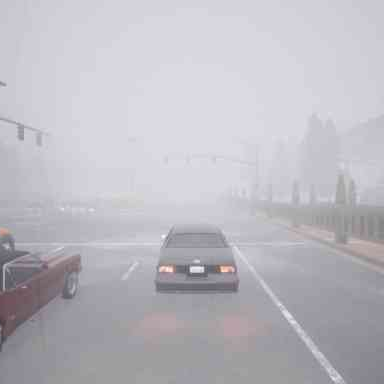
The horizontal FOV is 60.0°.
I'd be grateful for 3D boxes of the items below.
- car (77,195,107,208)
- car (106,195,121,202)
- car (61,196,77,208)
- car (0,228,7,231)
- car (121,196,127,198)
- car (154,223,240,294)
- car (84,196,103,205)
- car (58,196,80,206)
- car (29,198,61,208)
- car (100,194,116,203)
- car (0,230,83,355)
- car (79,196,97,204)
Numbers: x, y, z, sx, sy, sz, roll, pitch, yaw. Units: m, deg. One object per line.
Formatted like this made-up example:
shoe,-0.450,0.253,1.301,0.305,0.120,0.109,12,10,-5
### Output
car,-14.136,1.547,47.286,2.033,1.411,5.357,0,0,0
car,-14.121,1.601,57.358,1.895,1.301,4.718,0,0,0
car,-17.619,1.526,49.410,1.812,1.442,4.674,0,0,0
car,-6.907,1.352,9.161,2.097,1.767,4.553,0,0,0
car,-14.056,1.491,67.802,2.128,1.511,4.902,0,0,0
car,0.093,1.547,8.951,2.033,1.411,5.357,0,0,0
car,-17.612,1.478,59.445,1.882,1.535,5.008,0,0,1
car,-21.117,1.478,57.269,1.882,1.535,5.008,0,0,0
car,-21.136,1.547,47.398,2.033,1.411,5.357,0,0,0
car,-17.556,1.355,69.743,2.097,1.767,4.553,0,0,0
car,-3.404,1.601,5.496,1.895,1.301,4.718,0,0,0
car,-21.054,1.525,67.609,2.128,1.511,4.902,0,0,0
